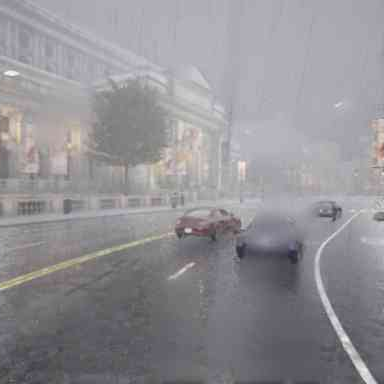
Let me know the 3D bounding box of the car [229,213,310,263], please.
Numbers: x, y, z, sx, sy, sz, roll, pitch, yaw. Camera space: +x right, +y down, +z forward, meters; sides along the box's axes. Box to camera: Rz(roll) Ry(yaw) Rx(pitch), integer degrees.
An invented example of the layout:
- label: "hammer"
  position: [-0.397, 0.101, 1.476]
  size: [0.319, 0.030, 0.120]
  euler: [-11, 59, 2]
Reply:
- label: "car"
  position: [2.951, 1.481, 11.872]
  size: [1.994, 1.385, 4.181]
  euler: [1, 1, 22]

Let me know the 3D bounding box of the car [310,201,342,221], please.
- label: "car"
  position: [10.413, 1.401, 25.807]
  size: [2.033, 1.411, 5.357]
  euler: [1, 1, 30]

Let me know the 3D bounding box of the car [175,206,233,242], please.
- label: "car"
  position: [0.854, 1.391, 15.647]
  size: [1.812, 1.442, 4.674]
  euler: [1, 0, 26]
